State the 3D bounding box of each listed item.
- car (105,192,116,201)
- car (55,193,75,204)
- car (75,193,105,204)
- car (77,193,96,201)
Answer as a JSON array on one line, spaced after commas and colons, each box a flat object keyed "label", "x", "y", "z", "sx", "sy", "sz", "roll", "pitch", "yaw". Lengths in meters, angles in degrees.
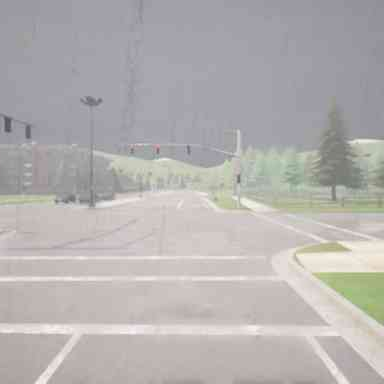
[{"label": "car", "x": -14.910, "y": 0.790, "z": 59.155, "sx": 1.837, "sy": 1.490, "sz": 4.892, "roll": 0, "pitch": 1, "yaw": 0}, {"label": "car", "x": -18.429, "y": 0.902, "z": 48.693, "sx": 2.128, "sy": 1.511, "sz": 4.902, "roll": 0, "pitch": 1, "yaw": 0}, {"label": "car", "x": -14.925, "y": 0.954, "z": 49.074, "sx": 2.033, "sy": 1.411, "sz": 5.357, "roll": 0, "pitch": 1, "yaw": 0}, {"label": "car", "x": -18.411, "y": 0.857, "z": 58.447, "sx": 1.994, "sy": 1.385, "sz": 4.181, "roll": 0, "pitch": 1, "yaw": 0}]
